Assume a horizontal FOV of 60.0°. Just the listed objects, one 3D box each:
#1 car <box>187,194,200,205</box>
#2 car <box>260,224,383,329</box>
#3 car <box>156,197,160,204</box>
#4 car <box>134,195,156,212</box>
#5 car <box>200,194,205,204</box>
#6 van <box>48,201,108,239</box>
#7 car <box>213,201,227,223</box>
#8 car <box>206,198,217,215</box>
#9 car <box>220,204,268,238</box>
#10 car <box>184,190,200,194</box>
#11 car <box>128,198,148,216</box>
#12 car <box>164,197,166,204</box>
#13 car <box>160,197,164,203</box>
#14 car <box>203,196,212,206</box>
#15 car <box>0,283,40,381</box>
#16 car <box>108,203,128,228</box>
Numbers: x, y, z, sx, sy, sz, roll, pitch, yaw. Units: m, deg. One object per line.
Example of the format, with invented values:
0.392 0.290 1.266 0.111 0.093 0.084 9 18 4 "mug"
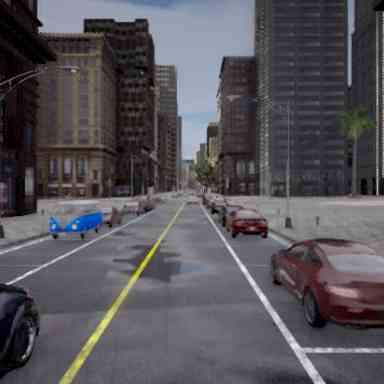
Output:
0.016 1.556 59.620 1.895 1.301 4.718 0 0 0 "car"
2.765 1.582 6.715 1.802 1.307 4.206 0 0 0 "car"
-5.748 1.431 43.358 1.967 1.590 4.097 0 0 0 "car"
-5.750 1.313 38.056 2.192 1.841 5.009 0 0 0 "car"
2.781 1.534 55.314 1.947 1.339 4.313 0 0 0 "car"
-5.756 1.341 16.853 1.690 1.788 3.998 0 0 0 "van"
2.770 1.566 22.913 1.947 1.339 4.313 0 0 0 "car"
2.773 1.565 33.713 1.947 1.339 4.313 0 0 0 "car"
2.768 1.545 17.514 1.887 1.381 4.507 0 0 0 "car"
0.019 1.115 69.795 2.150 2.045 5.566 0 0 0 "car"
-5.752 1.582 32.756 1.802 1.307 4.206 0 0 0 "car"
-5.742 1.528 62.687 1.802 1.307 4.206 0 0 0 "car"
-7.481 1.352 56.763 4.403 1.369 2.008 -1 1 -9 "car"
2.777 1.572 44.512 1.802 1.307 4.206 0 0 0 "car"
-3.089 1.564 2.912 1.994 1.385 4.181 0 0 0 "car"
-5.755 1.582 22.154 1.802 1.307 4.206 0 0 0 "car"
